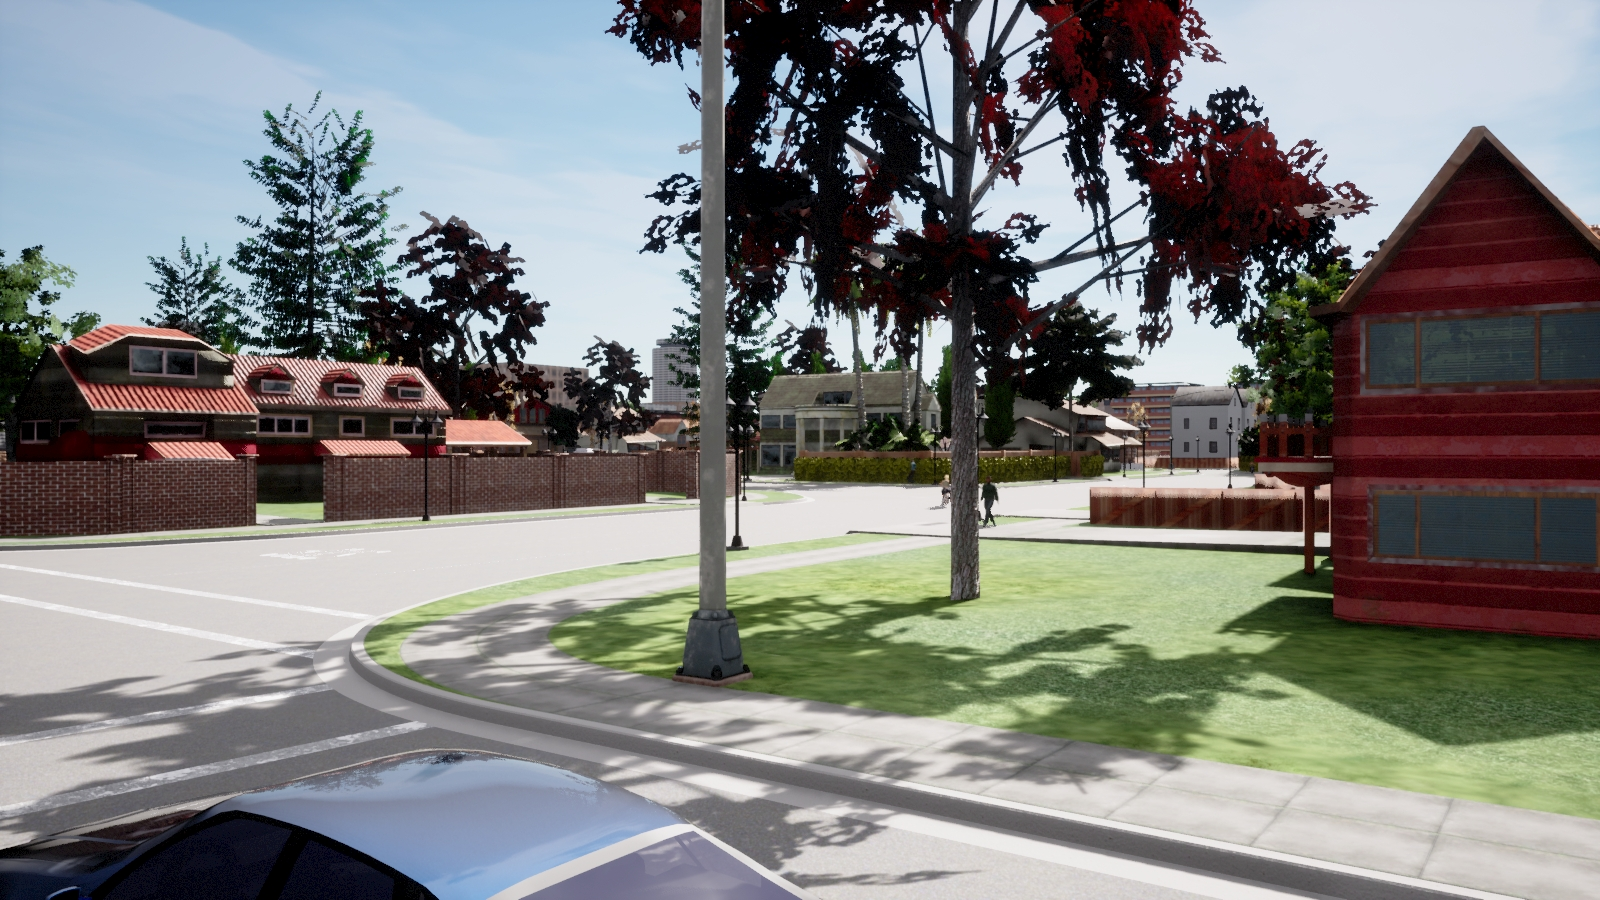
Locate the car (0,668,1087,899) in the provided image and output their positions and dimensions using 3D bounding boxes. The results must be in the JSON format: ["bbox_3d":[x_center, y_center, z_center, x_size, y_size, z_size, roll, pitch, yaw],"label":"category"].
[{"bbox_3d":[-1.713,2.106,4.943,5.357,1.411,2.033,0,0,36],"label":"car"}]

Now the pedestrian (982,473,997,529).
[{"bbox_3d":[6.367,1.704,38.353,0.375,1.860,0.375,0,0,35],"label":"pedestrian"}]

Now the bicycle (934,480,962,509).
[{"bbox_3d":[7.160,2.145,55.314,0.859,1.301,1.487,-1,0,27],"label":"bicycle"}]
